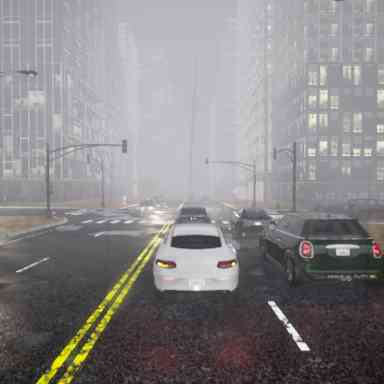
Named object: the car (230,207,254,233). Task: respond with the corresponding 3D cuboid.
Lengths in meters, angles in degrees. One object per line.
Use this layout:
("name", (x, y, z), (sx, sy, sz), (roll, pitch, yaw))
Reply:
("car", (3.311, 1.558, 18.754), (1.994, 1.385, 4.181), (0, 0, 0))

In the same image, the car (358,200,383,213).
("car", (21.728, 1.650, 37.857), (4.829, 1.417, 1.752), (1, 0, 1))

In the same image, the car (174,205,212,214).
("car", (0.060, 1.500, 18.254), (1.837, 1.490, 4.892), (0, 0, 0))

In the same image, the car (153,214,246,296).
("car", (0.083, 1.523, 8.504), (1.812, 1.442, 4.674), (0, 0, 0))

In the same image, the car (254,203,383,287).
("car", (3.330, 1.349, 9.473), (2.097, 1.767, 4.553), (0, 0, 0))

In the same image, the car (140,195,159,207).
("car", (-6.699, 1.537, 50.743), (1.994, 1.385, 4.181), (0, 0, 0))

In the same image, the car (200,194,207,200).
("car", (3.055, 1.282, 90.737), (1.812, 1.442, 4.674), (0, 0, 0))

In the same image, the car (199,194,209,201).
("car", (3.078, 1.410, 80.320), (1.882, 1.535, 5.008), (0, 0, 0))

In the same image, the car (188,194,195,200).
("car", (-0.195, 1.236, 90.731), (1.882, 1.535, 5.008), (0, 0, 0))

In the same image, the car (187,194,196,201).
("car", (-0.172, 1.432, 80.314), (1.837, 1.490, 4.892), (0, 0, 0))

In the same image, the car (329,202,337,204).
("car", (15.016, 1.708, 35.362), (4.718, 1.301, 1.895), (0, 1, 1))

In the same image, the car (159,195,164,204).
("car", (-6.699, 1.440, 61.068), (1.882, 1.535, 5.008), (0, 0, 1))

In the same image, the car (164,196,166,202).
("car", (-6.655, 1.429, 71.443), (1.882, 1.535, 5.008), (0, 0, 0))

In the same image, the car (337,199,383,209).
("car", (16.138, 1.524, 29.558), (5.009, 1.841, 2.192), (1, 0, 1))
